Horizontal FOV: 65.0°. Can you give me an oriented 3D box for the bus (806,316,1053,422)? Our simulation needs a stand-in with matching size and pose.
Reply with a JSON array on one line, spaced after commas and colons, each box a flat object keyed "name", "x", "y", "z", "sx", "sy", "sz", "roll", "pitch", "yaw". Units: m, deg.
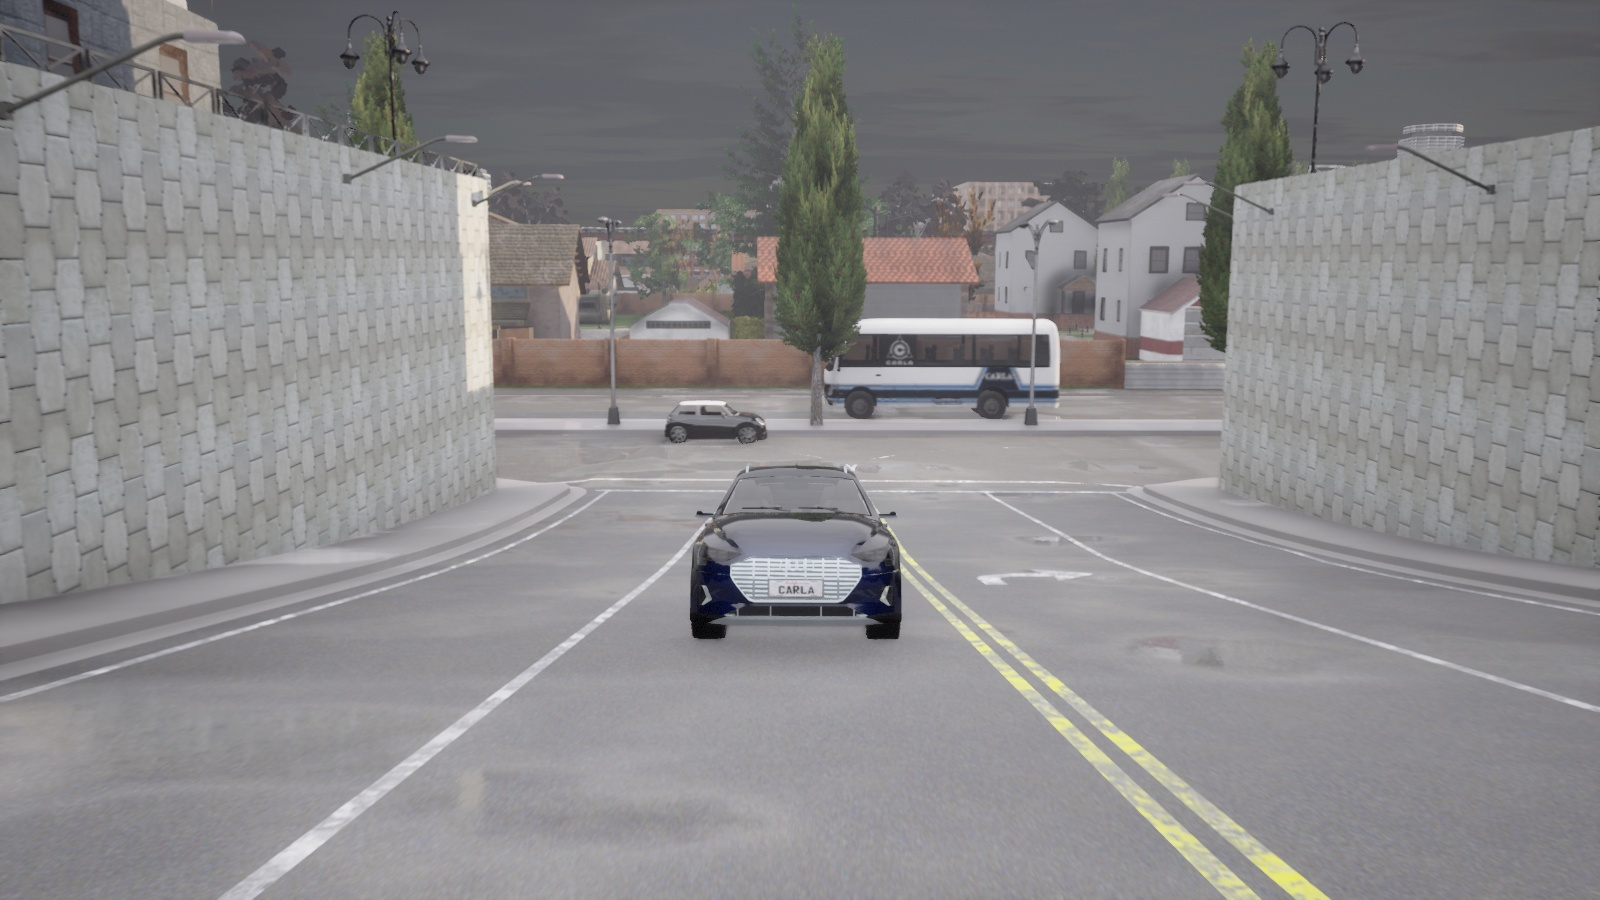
[{"name": "bus", "x": 5.435, "y": -3.616, "z": 54.745, "sx": 10.273, "sy": 4.253, "sz": 3.944, "roll": 0, "pitch": 9, "yaw": -1}]

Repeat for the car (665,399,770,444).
[{"name": "car", "x": -3.040, "y": -1.066, "z": 46.841, "sx": 3.806, "sy": 1.475, "sz": 1.970, "roll": 0, "pitch": 7, "yaw": -1}]

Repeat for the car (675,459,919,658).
[{"name": "car", "x": -0.032, "y": 0.950, "z": 12.929, "sx": 2.033, "sy": 1.649, "sz": 4.856, "roll": 0, "pitch": -1, "yaw": 0}]
